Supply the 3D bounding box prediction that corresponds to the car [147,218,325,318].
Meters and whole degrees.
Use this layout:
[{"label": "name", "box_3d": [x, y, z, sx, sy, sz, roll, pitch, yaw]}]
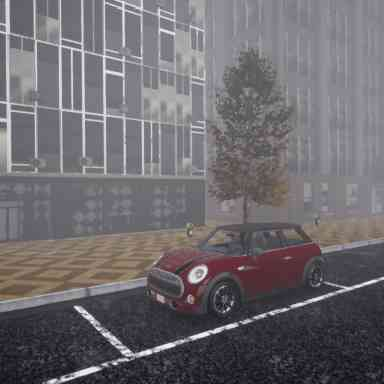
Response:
[{"label": "car", "box_3d": [1.036, 1.439, 7.312, 4.097, 1.590, 1.967, 0, -1, -36]}]
